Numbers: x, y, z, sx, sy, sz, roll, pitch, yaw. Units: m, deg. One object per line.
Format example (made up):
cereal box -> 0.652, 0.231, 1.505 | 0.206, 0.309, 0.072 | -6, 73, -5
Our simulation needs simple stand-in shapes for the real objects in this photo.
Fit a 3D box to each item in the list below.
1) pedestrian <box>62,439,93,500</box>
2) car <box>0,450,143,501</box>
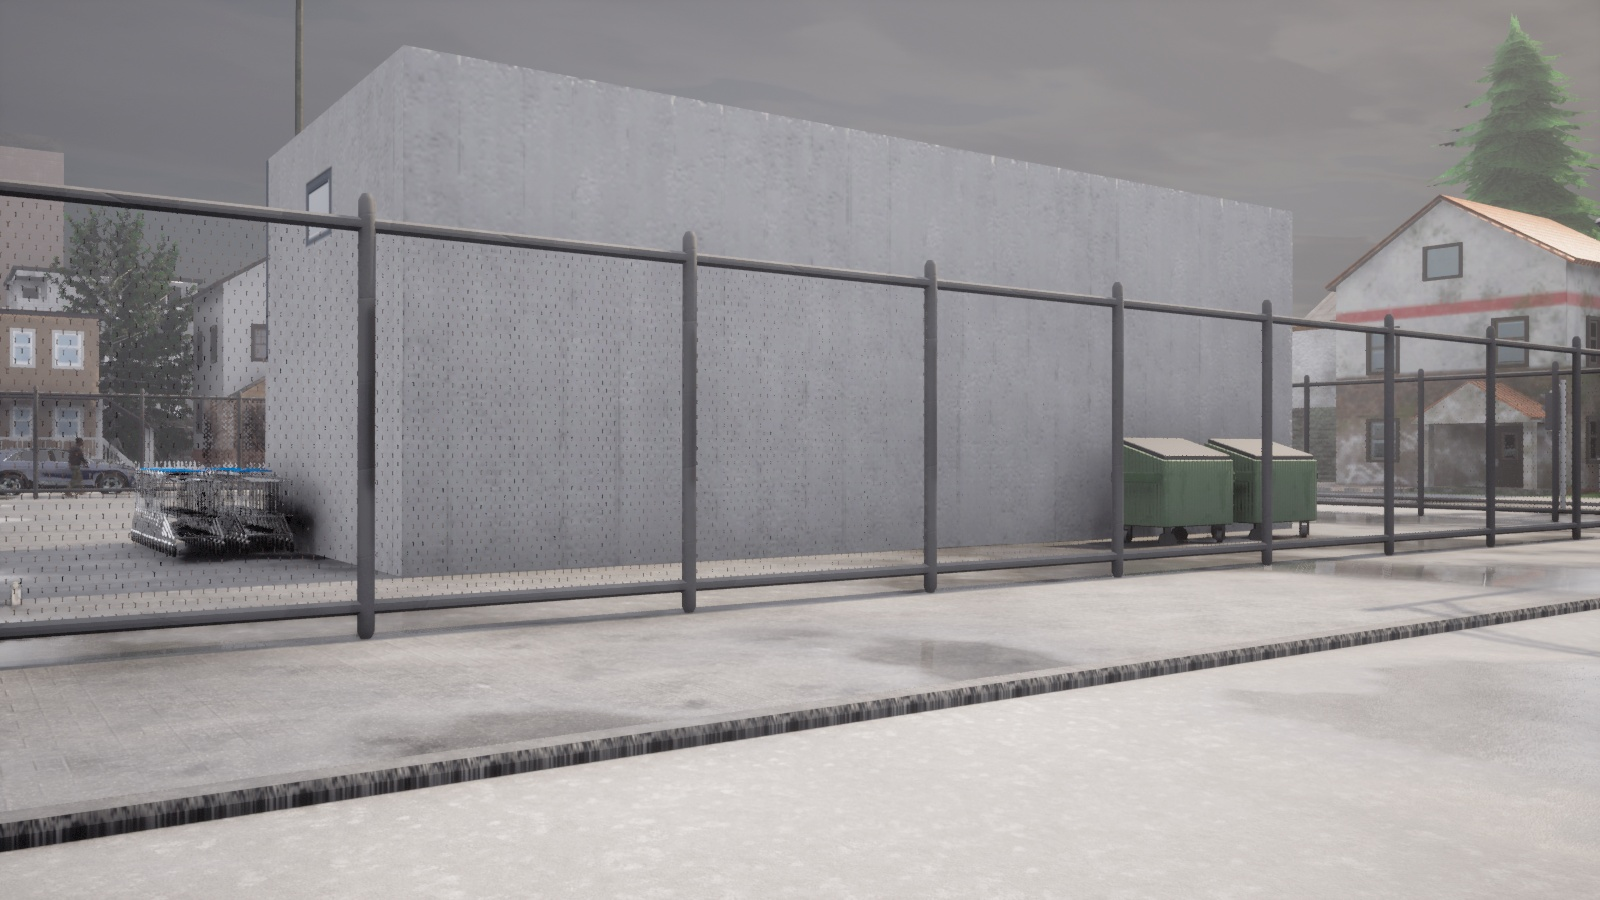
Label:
pedestrian -> -22.084, 0.595, 38.405 | 0.431, 1.840, 0.703 | 0, 0, 36
car -> -24.908, 0.831, 42.177 | 4.856, 1.649, 2.033 | 0, 0, -34
